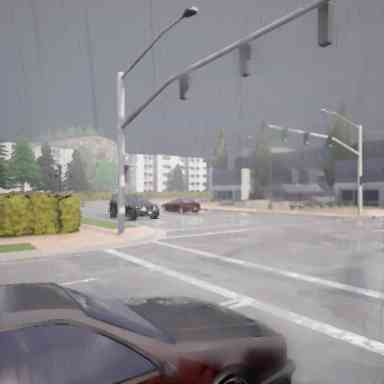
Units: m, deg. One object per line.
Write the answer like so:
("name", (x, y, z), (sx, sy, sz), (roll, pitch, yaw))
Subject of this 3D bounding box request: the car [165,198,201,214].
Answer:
("car", (-1.177, 1.394, 33.705), (1.882, 1.535, 5.008), (0, 0, -38))

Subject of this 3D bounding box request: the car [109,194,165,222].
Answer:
("car", (-4.753, 1.169, 26.664), (2.150, 2.045, 5.566), (0, 0, -37))

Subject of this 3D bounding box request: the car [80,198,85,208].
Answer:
("car", (-15.820, 1.503, 45.864), (1.994, 1.385, 4.181), (0, 0, -18))

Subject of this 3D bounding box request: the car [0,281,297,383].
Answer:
("car", (-1.526, 1.547, 2.679), (5.357, 1.411, 2.033), (0, 0, -35))
